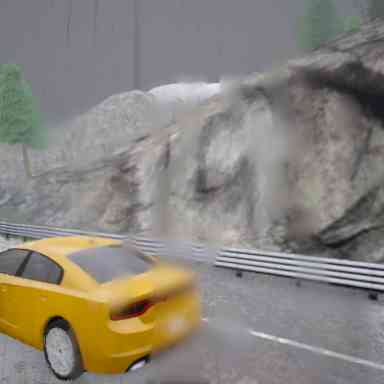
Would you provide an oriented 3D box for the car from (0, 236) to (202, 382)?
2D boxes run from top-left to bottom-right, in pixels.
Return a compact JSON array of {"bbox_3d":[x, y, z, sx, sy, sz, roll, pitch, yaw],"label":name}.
[{"bbox_3d":[-2.209,1.482,5.528,5.008,1.535,1.882,0,0,35],"label":"car"}]
